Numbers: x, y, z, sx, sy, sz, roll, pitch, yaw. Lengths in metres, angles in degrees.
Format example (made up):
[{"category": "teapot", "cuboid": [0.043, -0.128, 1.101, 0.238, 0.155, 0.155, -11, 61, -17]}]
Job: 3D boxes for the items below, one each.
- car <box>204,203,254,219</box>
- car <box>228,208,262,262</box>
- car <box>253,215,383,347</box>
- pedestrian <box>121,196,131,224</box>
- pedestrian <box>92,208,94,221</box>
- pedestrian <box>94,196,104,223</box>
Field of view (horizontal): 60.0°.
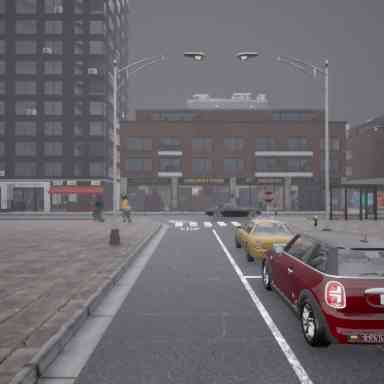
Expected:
[{"category": "car", "cuboid": [3.413, 1.593, 27.888, 4.718, 1.301, 1.895, 0, 0, -1]}, {"category": "car", "cuboid": [2.576, 1.530, 11.935, 1.752, 1.417, 4.829, 0, 0, 0]}, {"category": "car", "cuboid": [2.609, 1.442, 6.328, 1.967, 1.590, 4.097, 0, 0, 0]}, {"category": "pedestrian", "cuboid": [-4.289, 1.149, 21.617, 0.375, 1.860, 0.375, 0, 0, 0]}, {"category": "pedestrian", "cuboid": [-6.588, 1.127, 22.846, 0.375, 1.860, 0.375, 0, 0, 0]}, {"category": "pedestrian", "cuboid": [-6.144, 1.125, 22.275, 0.375, 1.860, 0.375, 0, 0, 0]}]
